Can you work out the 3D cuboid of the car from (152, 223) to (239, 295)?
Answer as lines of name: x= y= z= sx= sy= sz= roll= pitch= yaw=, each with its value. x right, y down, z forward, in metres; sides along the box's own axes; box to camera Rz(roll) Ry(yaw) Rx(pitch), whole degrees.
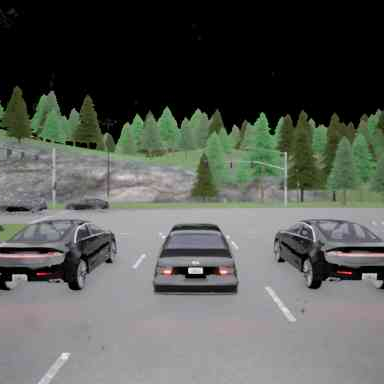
car: x=0.099 y=1.547 z=8.844 sx=2.033 sy=1.411 sz=5.357 roll=0 pitch=0 yaw=1

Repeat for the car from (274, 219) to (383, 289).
car: x=3.600 y=1.491 z=9.120 sx=2.128 sy=1.511 sz=4.902 roll=0 pitch=0 yaw=1

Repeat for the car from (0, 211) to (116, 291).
car: x=-3.401 y=1.491 z=9.026 sx=2.128 sy=1.511 sz=4.902 roll=0 pitch=0 yaw=0

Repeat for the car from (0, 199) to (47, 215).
car: x=-17.526 y=1.491 z=34.171 sx=4.902 sy=1.511 sz=2.128 roll=0 pitch=0 yaw=-14

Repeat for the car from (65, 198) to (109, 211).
car: x=-12.184 y=1.504 z=38.662 sx=4.892 sy=1.490 sz=1.837 roll=0 pitch=-1 yaw=0
